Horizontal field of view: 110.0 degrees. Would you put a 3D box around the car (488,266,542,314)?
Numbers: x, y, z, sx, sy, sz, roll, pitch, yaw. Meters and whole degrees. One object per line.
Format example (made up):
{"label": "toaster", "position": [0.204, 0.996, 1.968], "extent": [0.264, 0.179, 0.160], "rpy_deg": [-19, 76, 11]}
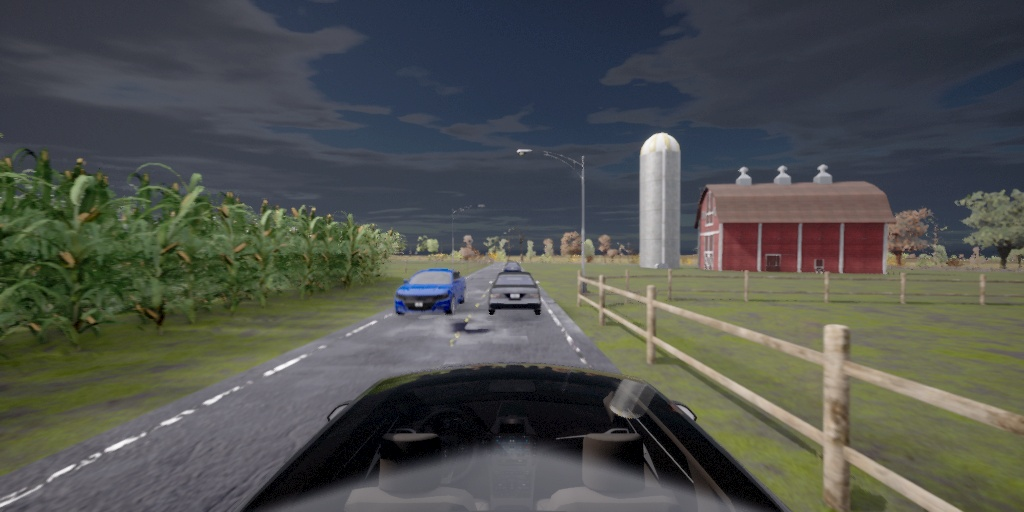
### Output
{"label": "car", "position": [0.089, 1.286, 13.659], "extent": [2.033, 1.411, 5.357], "rpy_deg": [0, 0, 0]}

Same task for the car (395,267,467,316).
{"label": "car", "position": [-2.858, 1.217, 13.499], "extent": [1.882, 1.535, 5.008], "rpy_deg": [0, 0, 0]}

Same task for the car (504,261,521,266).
{"label": "car", "position": [0.061, 1.294, 40.937], "extent": [1.994, 1.385, 4.181], "rpy_deg": [0, 0, 0]}
